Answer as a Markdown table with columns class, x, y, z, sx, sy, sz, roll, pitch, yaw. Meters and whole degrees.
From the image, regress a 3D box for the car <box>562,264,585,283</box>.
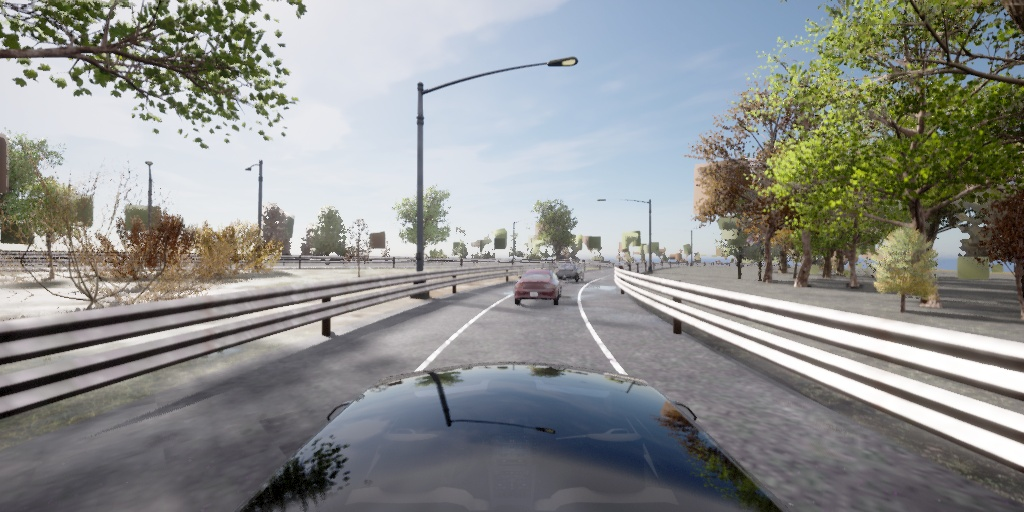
| class | x | y | z | sx | sy | sz | roll | pitch | yaw |
| --- | --- | --- | --- | --- | --- | --- | --- | --- | --- |
| car | 4.943 | 1.418 | 30.309 | 2.128 | 1.511 | 4.902 | 0 | -1 | 19 |

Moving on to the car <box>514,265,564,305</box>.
| class | x | y | z | sx | sy | sz | roll | pitch | yaw |
| --- | --- | --- | --- | --- | --- | --- | --- | --- | --- |
| car | 1.242 | 1.324 | 16.097 | 1.812 | 1.442 | 4.674 | 0 | 0 | 10 |
